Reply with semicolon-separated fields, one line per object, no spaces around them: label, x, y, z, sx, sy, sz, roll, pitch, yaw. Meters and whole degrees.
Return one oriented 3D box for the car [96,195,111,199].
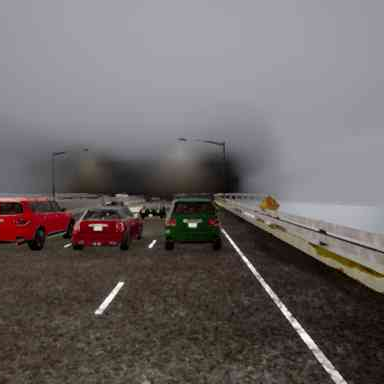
car;-19.924;1.430;77.045;2.033;1.411;5.357;0;0;2

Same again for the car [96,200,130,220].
car;-6.840;1.523;29.439;1.837;1.490;4.892;0;0;1

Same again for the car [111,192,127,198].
car;-16.427;1.114;76.914;2.150;2.045;5.566;0;0;2

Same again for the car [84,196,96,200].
car;-23.424;1.486;77.118;1.895;1.301;4.718;0;0;2

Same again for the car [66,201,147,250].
car;-3.461;1.370;14.418;2.097;1.767;4.553;0;0;0

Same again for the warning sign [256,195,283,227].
warning sign;4.608;1.119;19.845;1.300;1.860;1.060;-1;-1;0

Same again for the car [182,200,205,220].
car;0.159;1.522;29.364;1.837;1.490;4.892;0;0;1

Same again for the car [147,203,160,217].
car;-3.340;1.622;29.431;1.895;1.301;4.718;0;0;1

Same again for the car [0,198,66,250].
car;-6.960;1.262;14.497;2.150;2.045;5.566;0;0;0

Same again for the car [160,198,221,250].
car;0.039;1.262;14.460;2.150;2.045;5.566;0;0;0
